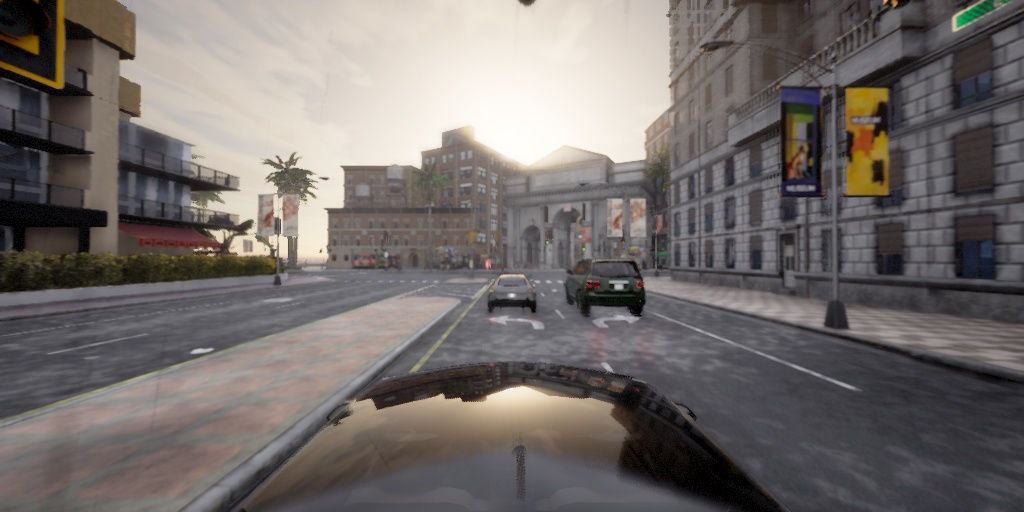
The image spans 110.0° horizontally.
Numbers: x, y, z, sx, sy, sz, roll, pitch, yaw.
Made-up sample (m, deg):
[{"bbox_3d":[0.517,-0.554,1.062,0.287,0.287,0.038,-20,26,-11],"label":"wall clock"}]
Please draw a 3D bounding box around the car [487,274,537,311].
[{"bbox_3d":[0.017,1.463,15.383,1.994,1.385,4.181,0,-1,0],"label":"car"}]

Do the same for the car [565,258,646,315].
[{"bbox_3d":[3.508,1.113,14.405,2.150,2.045,5.566,0,0,0],"label":"car"}]
